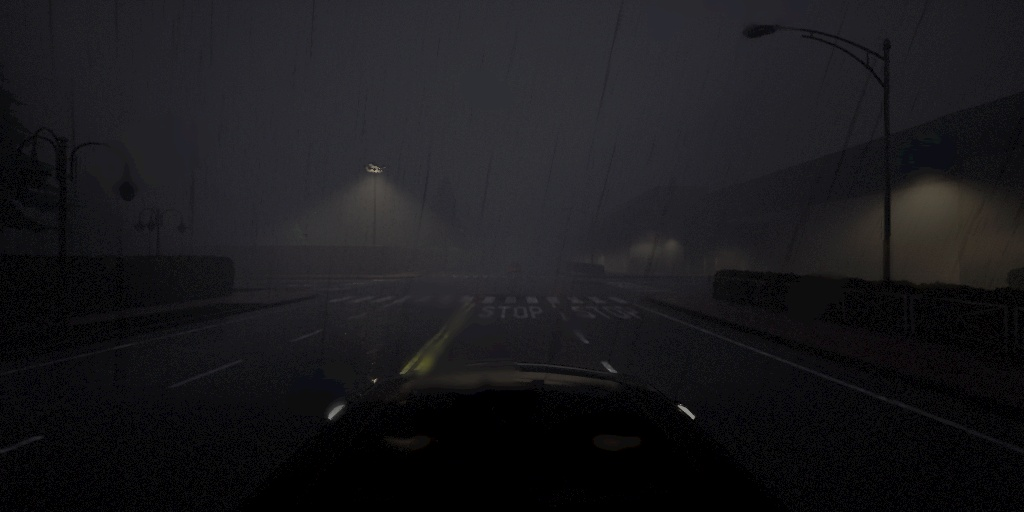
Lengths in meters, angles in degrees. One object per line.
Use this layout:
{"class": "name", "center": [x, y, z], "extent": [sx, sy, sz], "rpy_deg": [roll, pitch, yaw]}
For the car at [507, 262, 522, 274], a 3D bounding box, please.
{"class": "car", "center": [0.349, 1.497, 46.100], "extent": [1.882, 1.535, 5.008], "rpy_deg": [0, 0, 1]}
